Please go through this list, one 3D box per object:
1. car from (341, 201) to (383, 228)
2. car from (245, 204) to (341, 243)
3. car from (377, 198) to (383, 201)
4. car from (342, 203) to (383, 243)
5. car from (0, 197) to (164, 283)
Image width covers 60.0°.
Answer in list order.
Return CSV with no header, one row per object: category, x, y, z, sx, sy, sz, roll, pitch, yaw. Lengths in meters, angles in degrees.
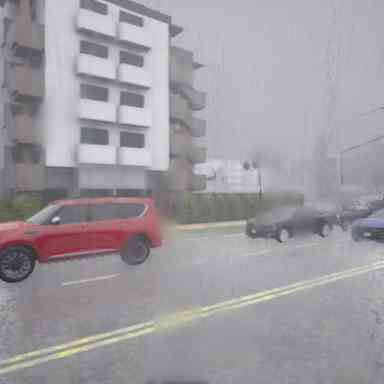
car,8.714,1.319,18.681,4.718,1.301,1.895,0,0,-35
car,4.731,1.422,15.914,5.008,1.535,1.882,0,0,-35
car,20.900,1.337,35.418,1.837,1.490,4.892,1,0,-33
car,8.972,1.407,14.593,5.008,1.535,1.882,0,0,-35
car,-3.516,1.209,10.066,5.566,2.045,2.150,0,0,-35
